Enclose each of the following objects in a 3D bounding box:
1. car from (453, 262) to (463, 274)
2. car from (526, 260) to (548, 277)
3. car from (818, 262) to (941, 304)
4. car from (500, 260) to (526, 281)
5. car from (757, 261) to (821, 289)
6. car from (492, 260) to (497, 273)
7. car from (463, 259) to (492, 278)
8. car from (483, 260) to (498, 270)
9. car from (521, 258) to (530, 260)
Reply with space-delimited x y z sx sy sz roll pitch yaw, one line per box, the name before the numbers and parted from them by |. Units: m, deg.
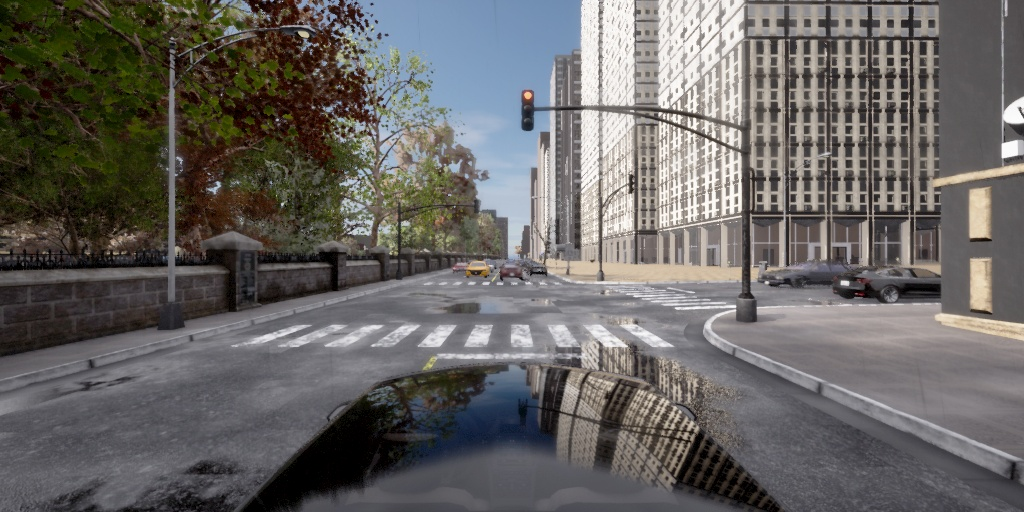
car | -5.815 1.351 41.699 1.802 1.307 4.207 0 0 0
car | 2.583 1.331 36.092 1.948 1.339 4.313 0 0 0
car | 14.649 1.026 13.547 4.313 1.339 1.948 0 0 0
car | -0.056 1.287 30.530 1.812 1.442 4.674 0 0 -2
car | 16.400 1.002 19.356 5.357 1.411 2.033 -1 0 0
car | -3.228 1.372 44.326 1.895 1.301 4.718 0 0 0
car | -3.199 1.241 34.263 1.882 1.535 5.008 0 0 0
car | -3.253 1.329 54.881 2.033 1.411 5.357 0 0 0
car | 2.548 1.339 47.357 1.948 1.339 4.313 0 0 0
